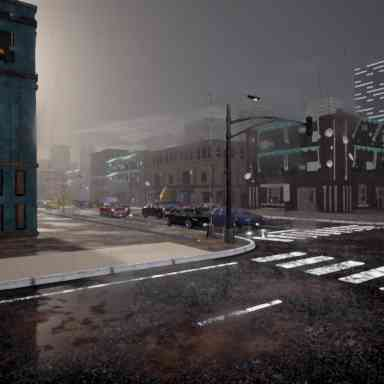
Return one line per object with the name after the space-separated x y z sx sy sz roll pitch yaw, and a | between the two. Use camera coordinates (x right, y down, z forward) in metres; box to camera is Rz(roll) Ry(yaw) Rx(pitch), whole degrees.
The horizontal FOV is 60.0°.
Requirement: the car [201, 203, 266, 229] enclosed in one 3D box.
2.774 1.750 23.980 2.033 1.411 5.357 -1 0 -34 | car

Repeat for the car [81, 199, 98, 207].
-20.722 2.228 67.103 1.887 1.381 4.507 -1 0 -35 | car

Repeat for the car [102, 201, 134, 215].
-9.206 1.930 40.909 2.128 1.511 4.902 -1 0 -35 | car

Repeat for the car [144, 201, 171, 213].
-4.699 1.966 44.536 1.802 1.307 4.206 -2 0 -35 | car

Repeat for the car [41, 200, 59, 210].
-24.251 2.233 57.598 1.752 1.417 4.829 -1 0 -35 | car

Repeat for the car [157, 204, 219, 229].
-0.394 1.815 23.784 1.947 1.339 4.313 -1 0 -35 | car

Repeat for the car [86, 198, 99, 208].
-17.523 1.940 62.589 2.192 1.841 5.009 -1 0 -35 | car

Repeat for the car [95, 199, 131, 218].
-8.331 1.847 35.169 1.967 1.590 4.097 -1 0 -35 | car

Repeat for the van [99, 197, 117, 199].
-14.318 1.907 58.076 1.690 1.788 3.998 -1 0 -35 | van

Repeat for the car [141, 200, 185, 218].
-3.206 1.813 32.443 2.128 1.511 4.902 -1 0 -35 | car

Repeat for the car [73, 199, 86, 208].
-20.460 2.192 62.274 1.812 1.442 4.674 -1 0 -35 | car

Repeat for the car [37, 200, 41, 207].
-30.758 2.376 66.764 2.008 1.369 4.403 -1 0 -35 | car

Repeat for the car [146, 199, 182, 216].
-3.242 1.693 38.005 2.097 1.767 4.553 -1 0 -35 | car

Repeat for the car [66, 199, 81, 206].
-27.130 2.365 76.130 1.947 1.339 4.313 -1 0 -35 | car
